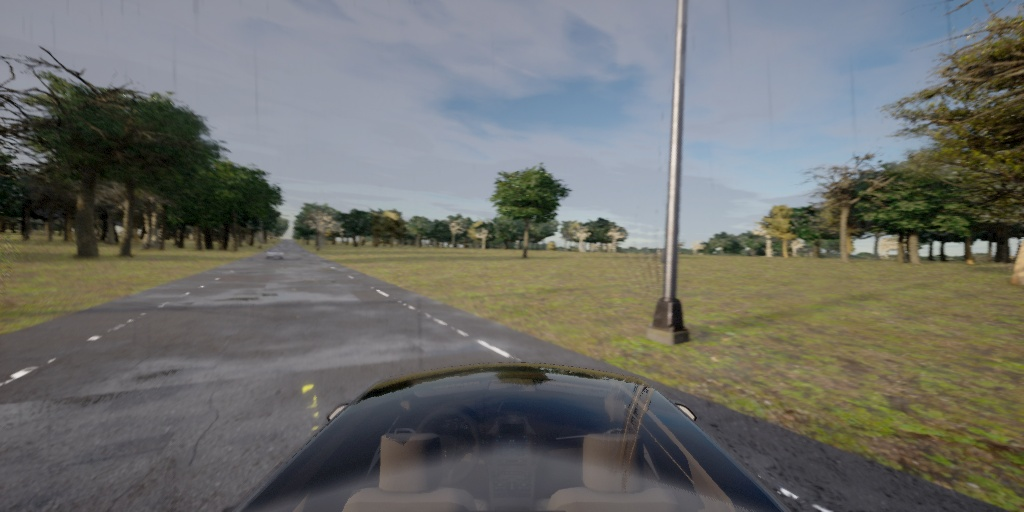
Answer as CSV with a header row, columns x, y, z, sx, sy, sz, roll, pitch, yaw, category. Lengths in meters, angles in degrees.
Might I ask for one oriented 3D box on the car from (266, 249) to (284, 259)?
x,y,z,sx,sy,sz,roll,pitch,yaw,category
-32.389,-0.251,49.061,1.895,1.301,4.718,2,0,-32,car
